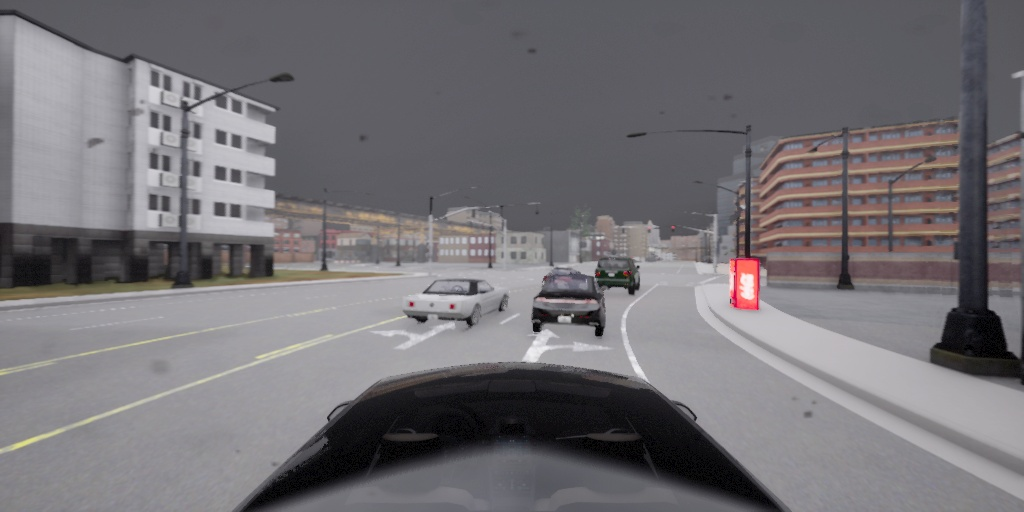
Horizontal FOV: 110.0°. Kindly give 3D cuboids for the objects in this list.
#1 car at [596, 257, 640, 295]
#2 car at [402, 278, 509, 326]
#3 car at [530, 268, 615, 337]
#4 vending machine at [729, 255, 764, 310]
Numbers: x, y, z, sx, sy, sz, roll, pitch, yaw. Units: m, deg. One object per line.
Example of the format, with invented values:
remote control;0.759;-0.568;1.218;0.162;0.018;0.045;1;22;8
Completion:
car;6.360;1.110;21.522;2.150;2.045;5.566;0;0;24
car;-1.536;1.378;11.827;1.895;1.301;4.718;0;0;16
car;1.789;1.290;10.667;2.128;1.511;4.902;1;-1;14
vending machine;8.919;1.075;13.764;1.100;2.100;0.880;0;0;25
